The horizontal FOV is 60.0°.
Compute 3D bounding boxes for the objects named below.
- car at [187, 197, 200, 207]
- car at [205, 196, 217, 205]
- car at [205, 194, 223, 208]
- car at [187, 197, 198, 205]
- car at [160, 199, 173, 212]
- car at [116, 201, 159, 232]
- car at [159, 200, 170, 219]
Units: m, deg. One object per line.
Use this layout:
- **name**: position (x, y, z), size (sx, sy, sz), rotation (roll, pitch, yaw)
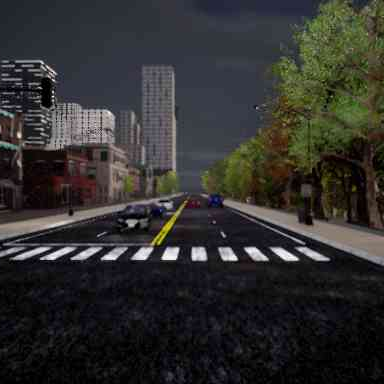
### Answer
- **car**: position (0.218, 1.606, 50.393), size (1.994, 1.385, 4.181), rotation (0, 0, -1)
- **car**: position (3.379, 1.526, 60.573), size (1.882, 1.535, 5.008), rotation (0, 0, 0)
- **car**: position (3.459, 1.263, 49.998), size (2.150, 2.045, 5.566), rotation (0, 0, 0)
- **car**: position (0.134, 1.613, 60.345), size (1.994, 1.385, 4.181), rotation (0, 0, 0)
- **car**: position (-3.254, 1.560, 39.639), size (1.812, 1.442, 4.674), rotation (0, 0, 0)
- **car**: position (-3.359, 1.510, 20.259), size (2.128, 1.511, 4.902), rotation (0, 0, -3)
- **car**: position (-3.286, 1.627, 29.607), size (1.895, 1.301, 4.718), rotation (0, 0, 0)
